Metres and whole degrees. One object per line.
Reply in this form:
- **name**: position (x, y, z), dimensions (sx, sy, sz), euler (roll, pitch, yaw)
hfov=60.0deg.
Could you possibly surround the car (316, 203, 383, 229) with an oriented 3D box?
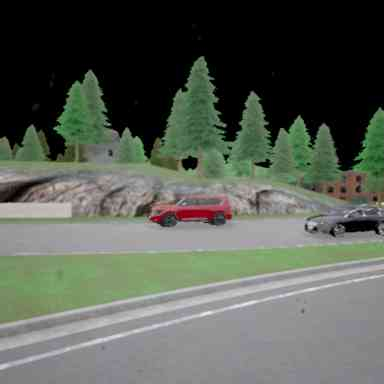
- **car**: position (11.030, 1.533, 22.437), dimensions (4.902, 1.511, 2.128), euler (0, 0, -22)

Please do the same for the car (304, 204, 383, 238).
- **car**: position (8.281, 1.523, 17.617), dimensions (4.902, 1.511, 2.128), euler (0, 0, -21)

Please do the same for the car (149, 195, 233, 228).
- **car**: position (-0.016, 1.245, 22.156), dimensions (5.566, 2.045, 2.150), euler (0, 0, -16)
